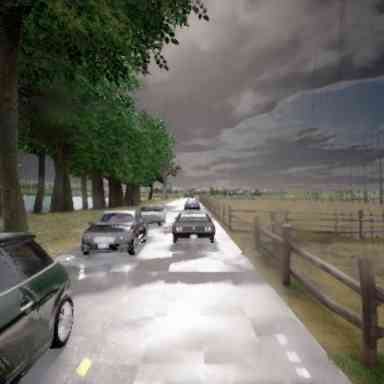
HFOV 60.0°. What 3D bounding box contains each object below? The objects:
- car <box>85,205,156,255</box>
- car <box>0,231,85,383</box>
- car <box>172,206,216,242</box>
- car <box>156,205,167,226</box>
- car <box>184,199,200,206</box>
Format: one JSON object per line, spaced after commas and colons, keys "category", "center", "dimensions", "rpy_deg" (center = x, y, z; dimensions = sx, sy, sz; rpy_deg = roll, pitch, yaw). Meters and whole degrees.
{"category": "car", "center": [-2.863, 1.474, 13.205], "dimensions": [2.128, 1.511, 4.902], "rpy_deg": [0, 0, 0]}
{"category": "car", "center": [-2.851, 1.347, 3.201], "dimensions": [2.097, 1.767, 4.553], "rpy_deg": [0, 0, 0]}
{"category": "car", "center": [0.071, 1.580, 16.129], "dimensions": [1.895, 1.301, 4.718], "rpy_deg": [0, 0, 0]}
{"category": "car", "center": [-2.855, 1.585, 23.254], "dimensions": [1.895, 1.301, 4.718], "rpy_deg": [0, 0, 1]}
{"category": "car", "center": [0.017, 1.567, 41.562], "dimensions": [1.994, 1.385, 4.181], "rpy_deg": [0, 0, 0]}
